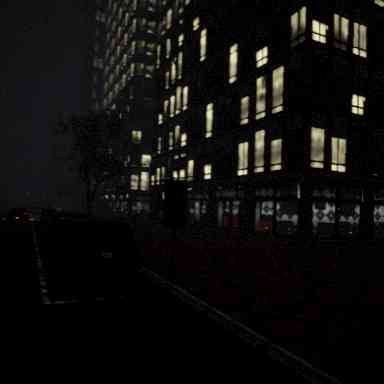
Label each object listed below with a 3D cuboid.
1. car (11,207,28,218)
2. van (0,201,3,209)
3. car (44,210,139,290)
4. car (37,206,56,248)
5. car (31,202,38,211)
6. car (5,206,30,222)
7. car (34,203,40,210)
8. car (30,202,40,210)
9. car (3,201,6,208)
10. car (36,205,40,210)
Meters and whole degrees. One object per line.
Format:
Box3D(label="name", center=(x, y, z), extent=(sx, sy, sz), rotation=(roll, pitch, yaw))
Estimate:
Box3D(label="car", center=(-22.943, 2.677, 44.372), extent=(1.895, 1.301, 4.718), rotation=(3, -3, -26))
Box3D(label="van", center=(-42.219, 2.874, 71.434), extent=(1.690, 1.788, 3.998), rotation=(3, -3, -26))
Box3D(label="car", center=(-3.109, 1.660, 10.162), extent=(2.192, 1.841, 5.009), rotation=(3, -3, -26))
Box3D(label="car", center=(-5.652, 1.776, 15.103), extent=(2.192, 1.841, 5.009), rotation=(3, -3, -26))
Box3D(label="car", center=(-35.163, 3.487, 74.897), extent=(2.008, 1.369, 4.403), rotation=(3, -3, -26))
Box3D(label="car", center=(-18.350, 2.356, 35.153), extent=(1.837, 1.490, 4.892), rotation=(3, -2, -26))
Box3D(label="car", center=(-18.807, 2.634, 42.749), extent=(1.882, 1.535, 5.008), rotation=(3, -3, -26))
Box3D(label="car", center=(-40.070, 3.500, 84.876), extent=(2.192, 1.841, 5.009), rotation=(3, -3, -26))
Box3D(label="car", center=(-47.133, 3.097, 81.404), extent=(2.192, 1.841, 5.009), rotation=(3, -3, -26))
Box3D(label="car", center=(-15.708, 2.506, 36.473), extent=(1.837, 1.490, 4.892), rotation=(3, -3, -26))
